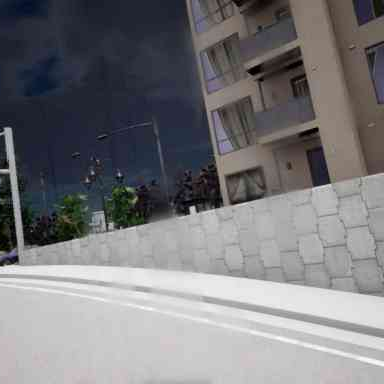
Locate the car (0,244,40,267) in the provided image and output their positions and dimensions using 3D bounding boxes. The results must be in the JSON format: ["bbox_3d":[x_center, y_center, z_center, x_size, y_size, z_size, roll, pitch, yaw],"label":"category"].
[{"bbox_3d":[-15.502,5.654,29.608,2.097,1.767,4.553,-15,-9,35],"label":"car"}]
